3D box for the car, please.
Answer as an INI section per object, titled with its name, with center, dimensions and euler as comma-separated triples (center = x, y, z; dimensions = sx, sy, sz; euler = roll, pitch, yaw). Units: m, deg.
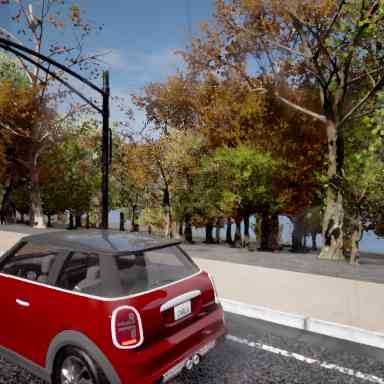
[car]
center = -1.832, 1.351, 4.992
dimensions = 4.553, 1.767, 2.097
euler = 0, 0, 36
